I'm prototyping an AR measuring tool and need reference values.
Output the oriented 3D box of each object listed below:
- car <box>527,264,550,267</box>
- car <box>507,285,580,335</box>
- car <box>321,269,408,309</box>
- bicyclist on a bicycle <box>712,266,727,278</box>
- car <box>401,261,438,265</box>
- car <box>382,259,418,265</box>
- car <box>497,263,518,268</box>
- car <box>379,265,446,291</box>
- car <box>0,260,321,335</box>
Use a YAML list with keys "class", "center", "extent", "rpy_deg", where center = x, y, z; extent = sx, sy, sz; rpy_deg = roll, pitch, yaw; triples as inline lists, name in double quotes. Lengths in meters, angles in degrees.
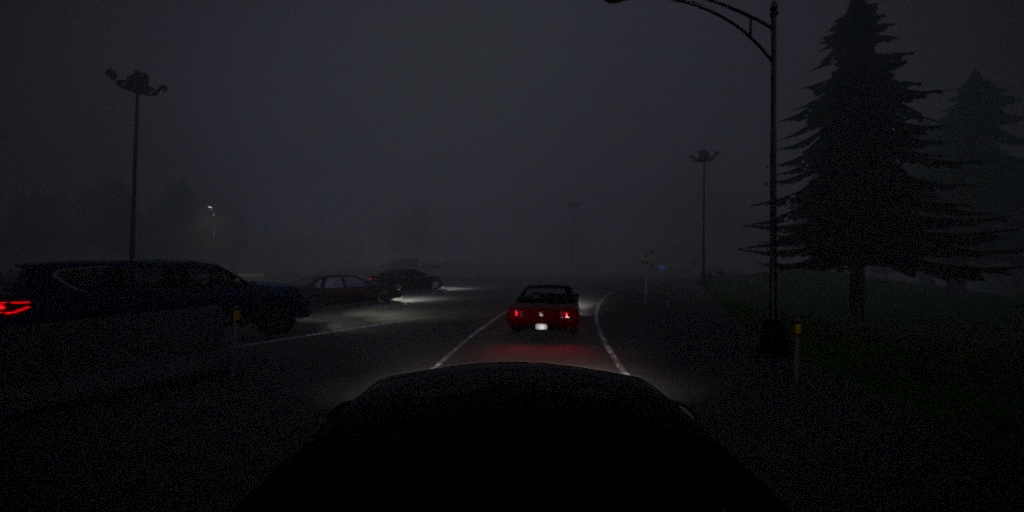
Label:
- class: "car"
  center: [3.816, 2.079, 59.794]
  extent: [1.837, 1.490, 4.892]
  rpy_deg: [0, -1, 37]
- class: "car"
  center: [1.204, 1.564, 11.415]
  extent: [1.895, 1.301, 4.718]
  rpy_deg: [0, -1, 11]
- class: "car"
  center: [-7.544, 1.491, 15.571]
  extent: [2.033, 1.411, 5.357]
  rpy_deg: [0, -1, 38]
- class: "bicyclist on a bicycle"
  center: [27.853, 2.225, 48.300]
  extent: [1.656, 1.620, 0.582]
  rpy_deg: [4, 1, 38]
- class: "car"
  center: [-9.892, 1.620, 41.700]
  extent: [2.128, 1.511, 4.902]
  rpy_deg: [0, -1, 37]
- class: "car"
  center: [-14.607, 1.353, 47.071]
  extent: [2.150, 2.045, 5.566]
  rpy_deg: [0, -1, 37]
- class: "car"
  center: [-0.778, 2.099, 65.273]
  extent: [1.837, 1.490, 4.892]
  rpy_deg: [0, -1, 38]
- class: "car"
  center: [-6.586, 1.510, 22.574]
  extent: [1.837, 1.490, 4.892]
  rpy_deg: [0, -1, 37]
- class: "car"
  center: [-8.236, 1.112, 8.980]
  extent: [2.150, 2.045, 5.566]
  rpy_deg: [0, 0, 38]
